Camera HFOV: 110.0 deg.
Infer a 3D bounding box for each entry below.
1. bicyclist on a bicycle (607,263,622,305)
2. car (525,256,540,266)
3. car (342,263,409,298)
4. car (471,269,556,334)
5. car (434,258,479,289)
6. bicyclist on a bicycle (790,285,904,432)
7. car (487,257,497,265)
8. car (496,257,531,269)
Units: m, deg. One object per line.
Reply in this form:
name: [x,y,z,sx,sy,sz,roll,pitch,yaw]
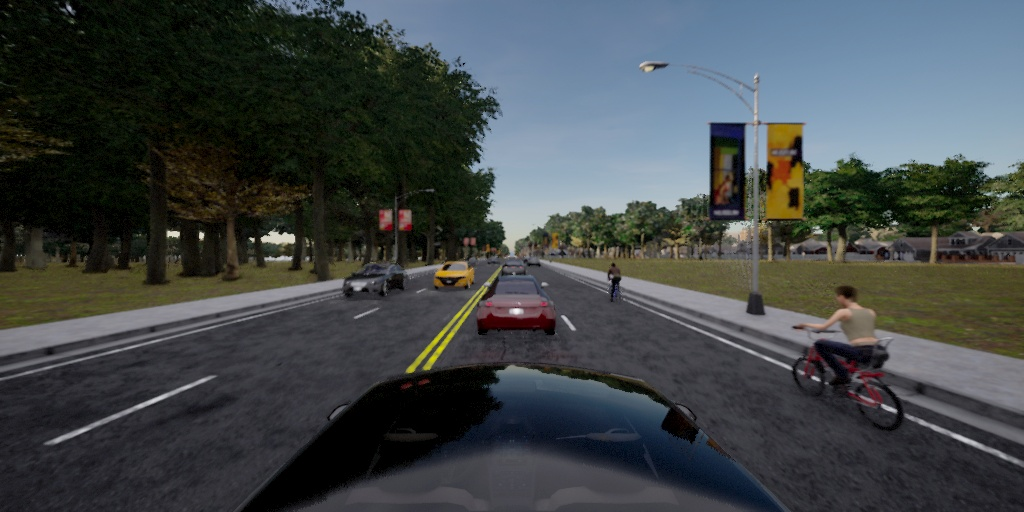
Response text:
bicyclist on a bicycle: [4.152,1.104,14.542,0.582,1.620,1.656,0,0,0]
car: [3.393,0.918,56.990,1.994,1.385,4.181,0,0,0]
car: [-6.588,1.114,17.785,2.128,1.511,4.902,0,0,0]
car: [0.105,1.246,10.363,1.994,1.385,4.181,0,0,0]
car: [-3.335,1.073,21.475,1.882,1.535,5.008,0,0,0]
bicyclist on a bicycle: [4.166,1.166,4.562,0.866,1.612,1.509,0,0,0]
car: [-3.237,0.879,62.908,1.994,1.385,4.181,0,0,1]
car: [0.120,1.038,28.296,2.128,1.511,4.902,0,0,0]
